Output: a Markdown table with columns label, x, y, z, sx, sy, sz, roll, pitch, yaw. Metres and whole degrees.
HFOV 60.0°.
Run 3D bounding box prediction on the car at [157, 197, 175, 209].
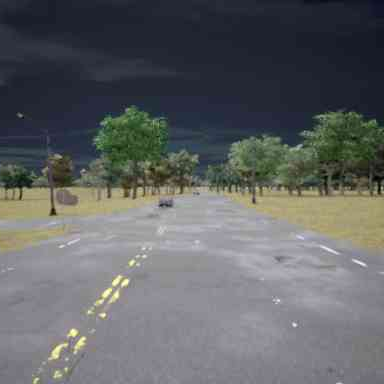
| label | x | y | z | sx | sy | sz | roll | pitch | yaw |
| --- | --- | --- | --- | --- | --- | --- | --- | --- | --- |
| car | -3.270 | 1.305 | 43.018 | 2.033 | 1.411 | 5.357 | 0 | 1 | 2 |
